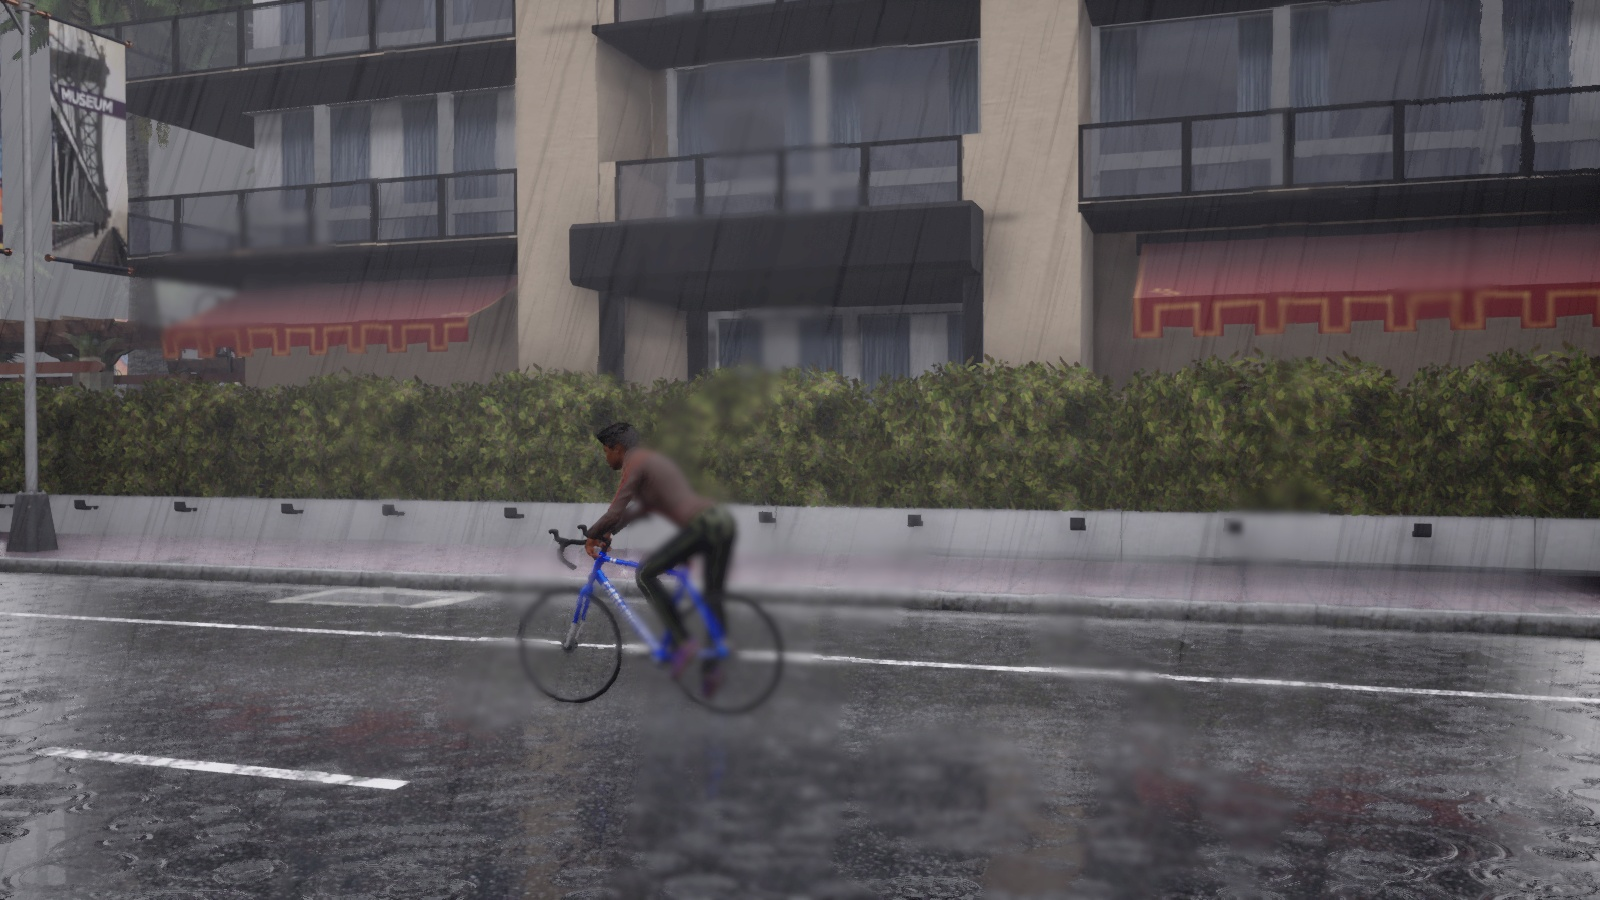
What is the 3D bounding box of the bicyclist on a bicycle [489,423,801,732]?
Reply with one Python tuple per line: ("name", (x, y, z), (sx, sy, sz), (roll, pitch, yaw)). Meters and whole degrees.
("bicyclist on a bicycle", (-0.873, 0.662, 7.111), (1.656, 1.620, 0.582), (0, 1, 18))
